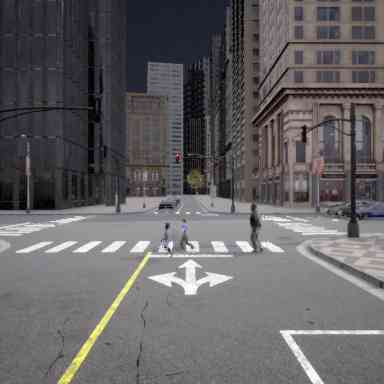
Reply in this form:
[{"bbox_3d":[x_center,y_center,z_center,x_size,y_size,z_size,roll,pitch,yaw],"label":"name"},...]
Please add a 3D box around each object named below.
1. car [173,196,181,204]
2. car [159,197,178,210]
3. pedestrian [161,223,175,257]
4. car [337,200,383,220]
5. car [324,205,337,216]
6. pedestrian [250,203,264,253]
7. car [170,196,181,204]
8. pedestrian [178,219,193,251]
[{"bbox_3d":[-3.250,1.571,53.368,2.128,1.511,4.902,0,0,0],"label":"car"},{"bbox_3d":[-3.211,1.654,42.897,1.895,1.301,4.718,0,0,0],"label":"car"},{"bbox_3d":[-0.828,1.297,11.550,0.375,1.860,0.375,0,0,0],"label":"pedestrian"},{"bbox_3d":[14.993,1.517,26.777,5.357,1.411,2.033,0,0,0],"label":"car"},{"bbox_3d":[14.513,1.488,30.073,4.902,1.511,2.128,0,0,-2],"label":"car"},{"bbox_3d":[2.329,1.298,12.157,0.375,1.860,0.375,0,0,0],"label":"pedestrian"},{"bbox_3d":[-3.257,1.622,66.086,1.837,1.490,4.892,0,0,0],"label":"car"},{"bbox_3d":[-0.235,1.564,12.748,0.375,1.300,0.375,0,0,0],"label":"pedestrian"}]
